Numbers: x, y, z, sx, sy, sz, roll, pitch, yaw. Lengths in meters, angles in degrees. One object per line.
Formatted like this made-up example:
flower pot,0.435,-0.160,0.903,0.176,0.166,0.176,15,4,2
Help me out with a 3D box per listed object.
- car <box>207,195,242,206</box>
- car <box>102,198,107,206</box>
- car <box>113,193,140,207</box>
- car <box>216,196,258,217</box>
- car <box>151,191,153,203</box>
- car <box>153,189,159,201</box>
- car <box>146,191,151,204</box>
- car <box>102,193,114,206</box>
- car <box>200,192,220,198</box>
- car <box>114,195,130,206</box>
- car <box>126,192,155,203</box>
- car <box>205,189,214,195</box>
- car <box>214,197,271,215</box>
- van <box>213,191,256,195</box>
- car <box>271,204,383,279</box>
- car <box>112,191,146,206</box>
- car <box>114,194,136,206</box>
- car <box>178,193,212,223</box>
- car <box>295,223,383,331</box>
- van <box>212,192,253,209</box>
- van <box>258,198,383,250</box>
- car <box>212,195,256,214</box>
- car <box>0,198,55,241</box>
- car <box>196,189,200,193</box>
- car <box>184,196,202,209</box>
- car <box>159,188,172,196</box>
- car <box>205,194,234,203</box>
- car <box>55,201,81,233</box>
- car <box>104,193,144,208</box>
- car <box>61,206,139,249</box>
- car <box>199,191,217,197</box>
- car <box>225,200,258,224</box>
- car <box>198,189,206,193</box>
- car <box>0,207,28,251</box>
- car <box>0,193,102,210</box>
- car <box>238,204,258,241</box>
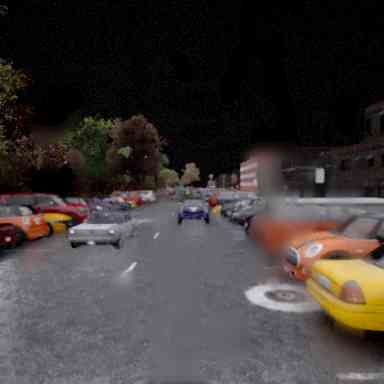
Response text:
car,4.547,1.166,47.193,4.674,1.452,2.002,0,0,0
car,-8.542,1.328,22.131,4.892,1.521,2.231,0,0,0
car,-8.718,1.215,35.931,5.366,1.575,1.946,0,0,0
car,4.539,1.307,24.928,4.892,1.521,2.231,0,0,0
car,-8.561,0.979,49.854,4.553,1.767,2.185,0,0,0
car,-8.558,0.829,52.763,5.566,2.045,2.435,0,0,0
car,-8.561,1.001,47.069,4.553,1.767,2.185,0,0,0
car,-8.566,1.180,24.916,4.553,1.767,2.185,0,0,0
car,4.372,0.685,81.560,4.674,1.452,2.002,0,1,0
car,-8.504,1.291,30.485,4.792,1.488,2.163,0,0,0
car,-8.497,0.932,55.549,4.553,1.767,2.185,0,0,0
car,4.576,0.966,36.058,5.566,2.045,2.435,0,0,0
car,4.553,1.263,30.494,4.892,1.521,2.231,0,0,0
van,4.664,1.014,33.276,4.442,1.987,1.878,0,0,0
car,4.573,1.300,8.227,4.553,1.767,2.185,0,0,0
car,-8.560,0.944,38.714,5.566,2.045,2.435,0,0,0
car,-8.538,1.239,33.272,5.008,1.535,2.097,0,0,0
car,0.105,1.186,23.806,2.097,1.767,4.553,0,0,0
car,4.726,1.441,5.444,5.366,1.575,1.946,0,0,0
van,4.664,0.969,38.717,4.442,1.987,1.878,0,0,0
van,4.660,1.182,10.946,4.442,1.987,1.878,0,0,0
car,4.360,1.281,27.711,5.366,1.575,1.946,0,0,0
car,-8.505,1.262,13.774,4.553,1.767,2.185,0,0,0
car,4.403,0.560,90.037,5.008,1.535,2.097,0,1,0
car,0.109,1.237,41.867,2.033,1.411,5.357,0,0,0
car,-8.166,0.490,84.384,4.553,1.767,2.185,0,1,0
car,4.536,1.099,55.401,4.674,1.452,2.002,-1,0,0
car,-8.541,1.367,16.560,5.008,1.535,2.097,0,0,0
car,-8.500,1.046,41.624,4.553,1.767,2.185,0,0,0
car,-3.597,1.506,14.109,1.895,1.301,4.718,0,0,0
car,4.401,0.531,92.861,5.008,1.535,2.097,0,1,0
car,4.541,1.387,19.361,4.674,1.452,2.002,0,0,0
car,4.337,0.703,78.733,4.792,1.488,2.163,0,1,0
car,-8.532,1.407,10.991,5.008,1.535,2.097,0,0,0
car,-8.508,1.096,19.345,5.566,2.045,2.435,0,0,0
car,4.572,1.417,13.795,4.792,1.488,2.163,0,0,0
